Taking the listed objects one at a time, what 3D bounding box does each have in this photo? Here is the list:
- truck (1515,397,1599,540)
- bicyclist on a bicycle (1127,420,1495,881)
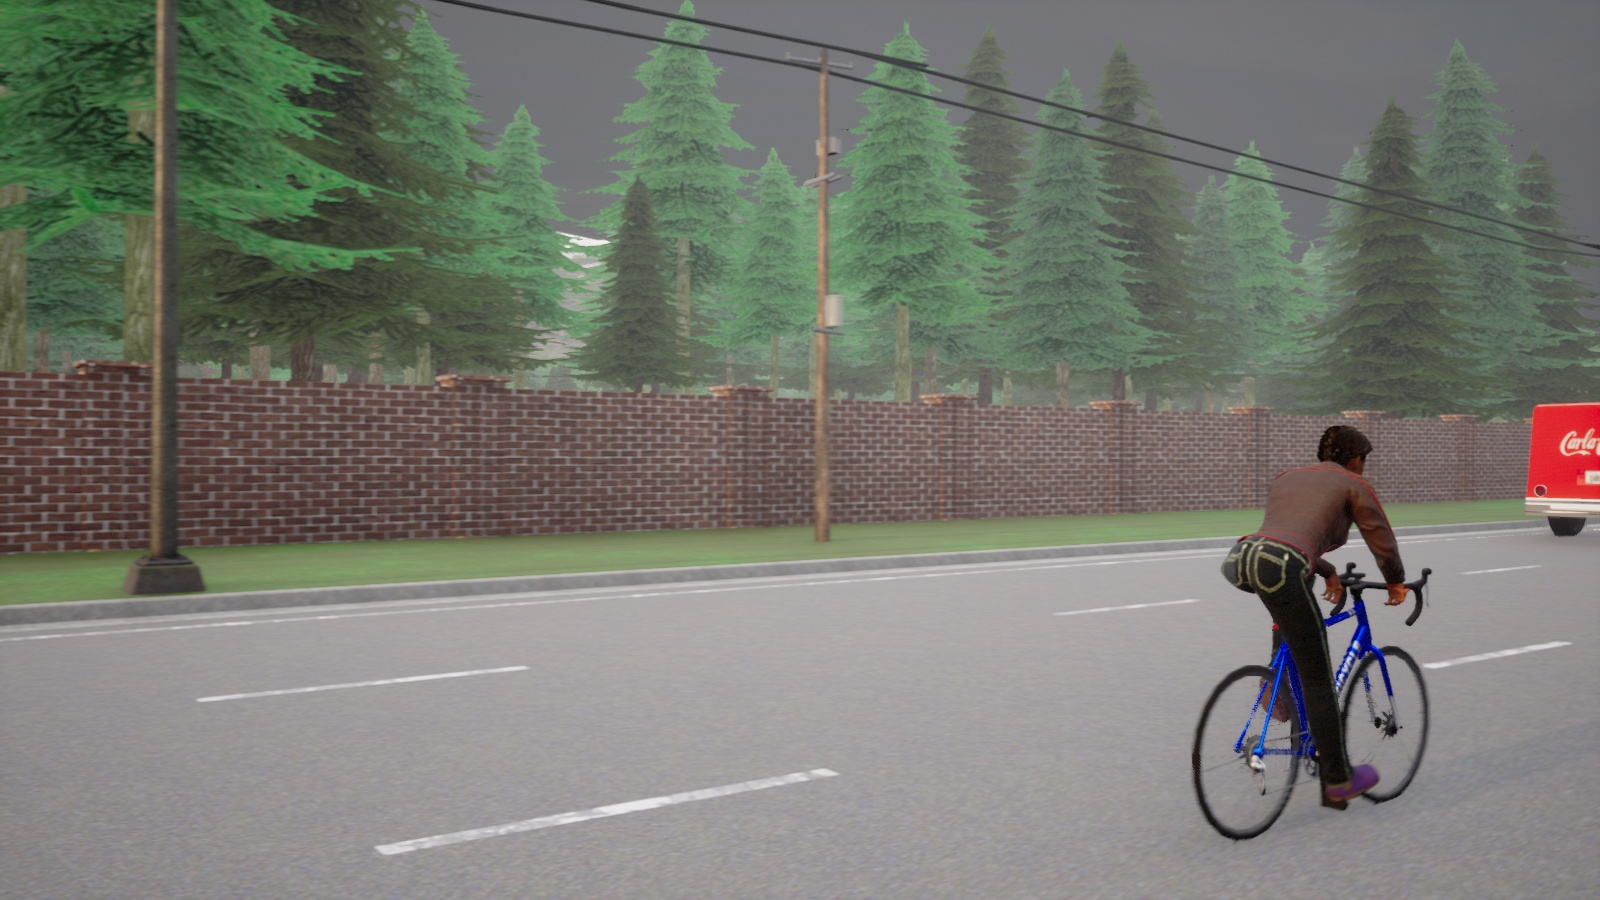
[{"bbox_3d":[15.905,0.317,23.258,5.204,2.467,2.627,0,0,-35],"label":"truck"},{"bbox_3d":[2.125,0.712,5.138,1.656,1.620,0.582,0,0,-35],"label":"bicyclist on a bicycle"}]
